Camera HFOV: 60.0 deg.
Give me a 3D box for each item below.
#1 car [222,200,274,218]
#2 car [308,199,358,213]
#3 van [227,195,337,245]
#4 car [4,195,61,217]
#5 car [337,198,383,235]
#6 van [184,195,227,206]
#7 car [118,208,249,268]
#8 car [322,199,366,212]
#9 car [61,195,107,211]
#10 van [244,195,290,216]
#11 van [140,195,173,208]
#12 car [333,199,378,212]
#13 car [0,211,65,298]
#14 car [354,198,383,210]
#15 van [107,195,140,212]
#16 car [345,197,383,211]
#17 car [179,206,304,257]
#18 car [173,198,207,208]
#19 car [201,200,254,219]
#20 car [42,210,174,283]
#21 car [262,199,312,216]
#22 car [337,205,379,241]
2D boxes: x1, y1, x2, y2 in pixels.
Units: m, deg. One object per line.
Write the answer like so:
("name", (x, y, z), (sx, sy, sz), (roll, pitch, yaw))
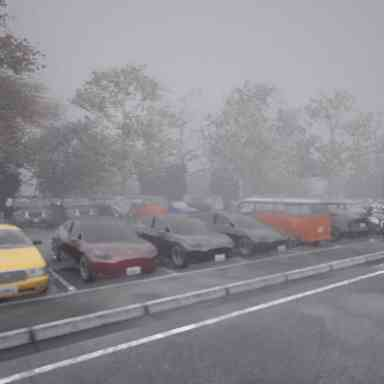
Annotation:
("car", (5.330, 1.542, 32.054), (2.163, 1.488, 4.792), (0, 0, -35))
("car", (16.841, 1.617, 39.980), (1.946, 1.575, 5.366), (1, 0, -35))
("van", (3.882, 1.272, 15.080), (1.878, 1.987, 4.442), (0, 0, -35))
("car", (-10.328, 1.249, 20.845), (2.435, 2.045, 5.566), (0, 0, -35))
("car", (8.454, 1.373, 18.227), (2.185, 1.767, 4.553), (0, 0, -35))
("van", (1.017, 1.271, 28.817), (1.878, 1.987, 4.442), (0, 0, -36))
("car", (-0.557, 1.530, 11.742), (2.163, 1.488, 4.792), (0, 0, -35))
("car", (18.992, 1.683, 41.734), (2.002, 1.452, 4.674), (1, 0, -35))
("car", (-8.071, 1.247, 22.450), (2.435, 2.045, 5.566), (0, 0, -35))
("van", (7.538, 1.304, 33.733), (1.878, 1.987, 4.442), (0, 0, -35))
("van", (-3.641, 1.271, 25.780), (1.878, 1.987, 4.442), (0, 0, -35))
("car", (21.264, 1.696, 43.318), (2.163, 1.488, 4.792), (1, 0, -35))
("car", (-4.991, 1.499, 8.396), (1.946, 1.575, 5.366), (0, 0, -35))
("car", (25.664, 1.711, 46.478), (2.097, 1.535, 5.008), (1, 0, -35))
("van", (-5.763, 1.272, 23.984), (1.878, 1.987, 4.442), (0, 0, -35))
("car", (23.386, 1.563, 44.902), (2.185, 1.767, 4.553), (1, 0, -35))
("car", (1.705, 1.529, 13.352), (2.163, 1.488, 4.792), (0, 0, -35))
("car", (-1.319, 1.495, 27.295), (2.097, 1.535, 5.008), (0, 0, -35))
("car", (3.179, 1.532, 30.524), (2.163, 1.488, 4.792), (0, 0, -35))
("car", (-2.820, 1.531, 10.133), (2.163, 1.488, 4.792), (0, 0, -35))
("car", (9.979, 1.581, 35.291), (2.163, 1.488, 4.792), (1, 0, -35))
("car", (6.195, 1.526, 16.618), (2.163, 1.488, 4.792), (0, 0, -35))
